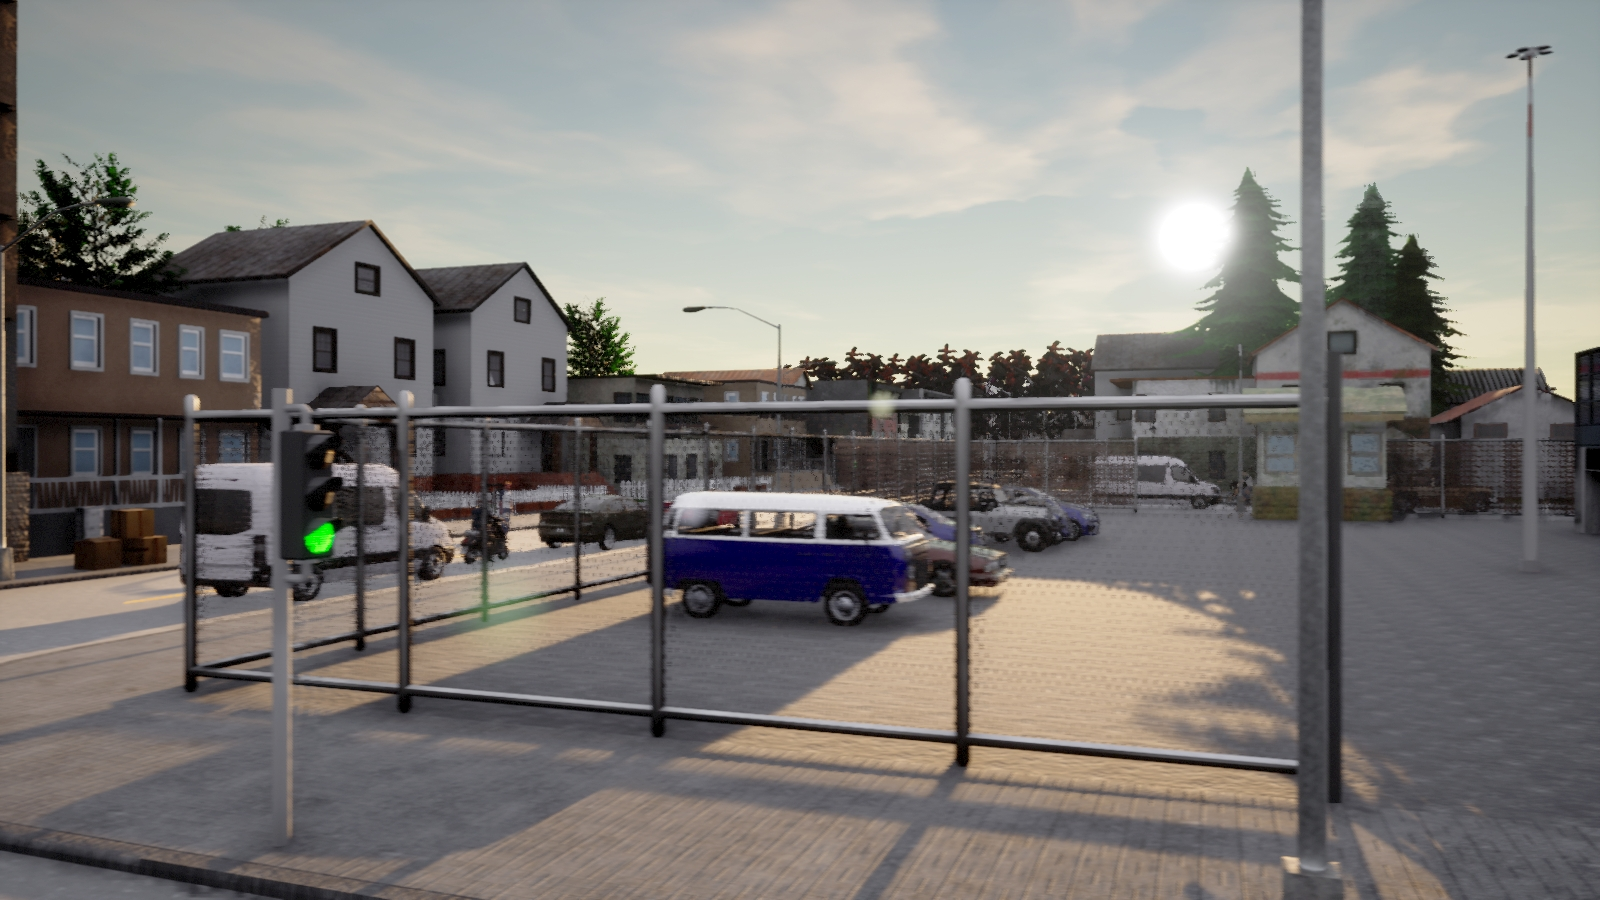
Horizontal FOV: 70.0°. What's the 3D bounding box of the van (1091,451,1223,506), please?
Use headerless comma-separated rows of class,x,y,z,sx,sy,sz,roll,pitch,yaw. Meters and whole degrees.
van,17.056,1.314,54.568,5.915,2.561,1.988,0,0,20

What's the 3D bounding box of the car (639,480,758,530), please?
car,-3.428,1.841,39.633,2.231,1.480,4.892,0,0,20

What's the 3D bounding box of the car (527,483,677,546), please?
car,-5.673,1.814,33.442,2.097,1.535,5.006,0,0,20

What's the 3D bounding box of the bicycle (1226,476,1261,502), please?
bicycle,22.107,1.936,56.991,1.643,1.296,0.373,0,0,20

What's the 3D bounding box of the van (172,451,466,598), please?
van,-9.420,1.314,23.115,1.988,2.561,5.915,0,0,20

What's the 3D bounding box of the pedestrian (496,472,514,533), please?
pedestrian,-9.102,1.628,35.269,0.375,1.860,0.375,0,0,30

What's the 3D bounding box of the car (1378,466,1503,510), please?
car,28.289,1.644,50.655,4.605,1.855,1.932,0,0,21
